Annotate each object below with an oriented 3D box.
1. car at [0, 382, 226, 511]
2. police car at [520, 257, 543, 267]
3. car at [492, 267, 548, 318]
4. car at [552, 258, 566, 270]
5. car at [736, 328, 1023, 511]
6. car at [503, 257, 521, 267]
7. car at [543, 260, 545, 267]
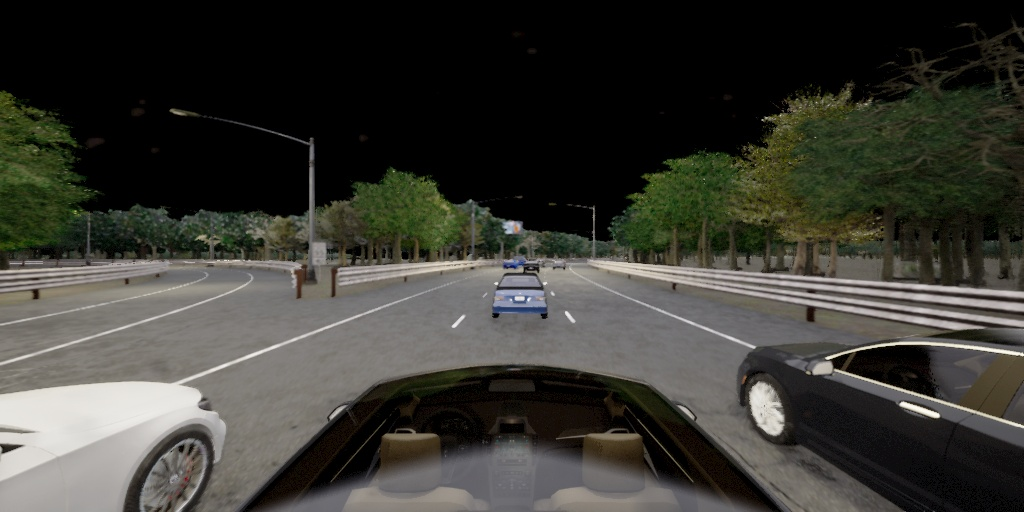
[{"bbox_3d":[-3.368,1.272,1.103,1.812,1.442,4.674,0,0,0],"label":"car"},{"bbox_3d":[2.478,1.195,44.257,1.930,1.638,5.238,0,0,6],"label":"police car"},{"bbox_3d":[0.304,1.299,13.067,2.033,1.411,5.357,0,0,2],"label":"car"},{"bbox_3d":[6.851,1.346,52.510,2.033,1.411,5.357,0,0,8],"label":"car"},{"bbox_3d":[3.635,1.259,2.390,1.837,1.490,4.892,0,0,0],"label":"car"},{"bbox_3d":[-0.158,1.269,52.894,1.882,1.535,5.008,0,0,8],"label":"car"},{"bbox_3d":[4.851,1.322,63.215,2.128,1.511,4.902,0,0,9],"label":"car"}]
